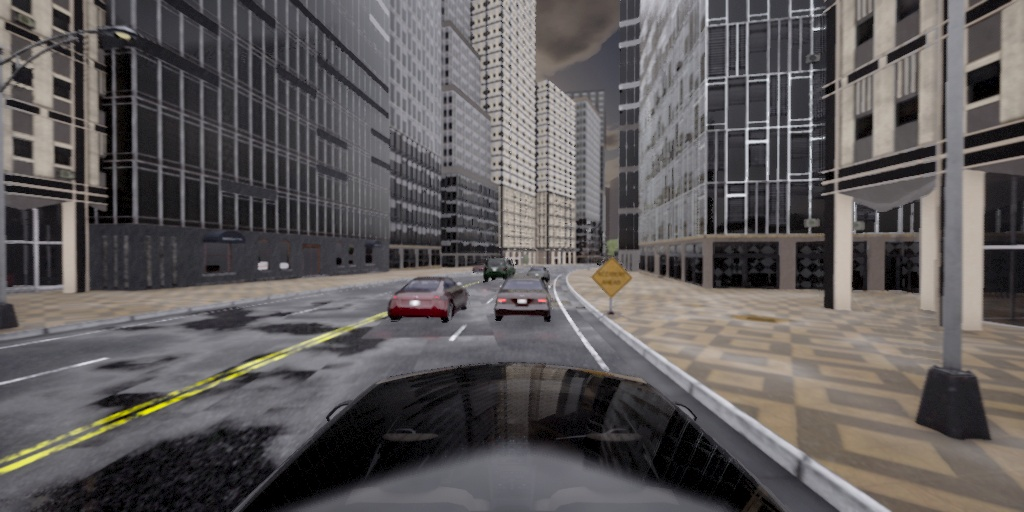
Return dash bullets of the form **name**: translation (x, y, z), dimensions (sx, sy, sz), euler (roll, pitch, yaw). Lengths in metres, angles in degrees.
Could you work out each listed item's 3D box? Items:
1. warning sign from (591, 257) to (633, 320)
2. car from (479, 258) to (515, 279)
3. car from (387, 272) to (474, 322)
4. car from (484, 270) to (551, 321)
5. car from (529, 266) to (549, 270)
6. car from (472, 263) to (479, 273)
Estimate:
- **warning sign**: translation (3.096, 0.955, 11.268), dimensions (1.300, 1.860, 1.060), euler (0, 0, 3)
- **car**: translation (-1.037, 1.236, 31.560), dimensions (2.150, 2.045, 5.566), euler (0, -1, 8)
- **car**: translation (-2.808, 1.405, 12.835), dimensions (1.994, 1.385, 4.181), euler (0, 0, 4)
- **car**: translation (0.452, 1.398, 13.028), dimensions (2.033, 1.411, 5.357), euler (0, 0, 4)
- **car**: translation (2.447, 1.606, 32.905), dimensions (1.994, 1.385, 4.181), euler (0, -1, 8)
- **car**: translation (-4.276, 1.715, 51.566), dimensions (1.812, 1.442, 4.674), euler (0, -1, 13)
